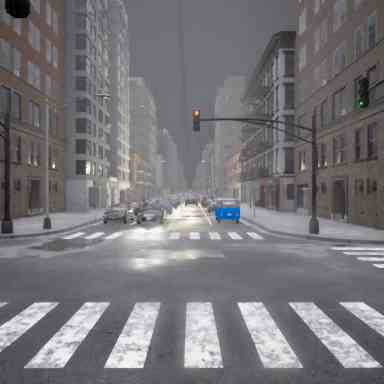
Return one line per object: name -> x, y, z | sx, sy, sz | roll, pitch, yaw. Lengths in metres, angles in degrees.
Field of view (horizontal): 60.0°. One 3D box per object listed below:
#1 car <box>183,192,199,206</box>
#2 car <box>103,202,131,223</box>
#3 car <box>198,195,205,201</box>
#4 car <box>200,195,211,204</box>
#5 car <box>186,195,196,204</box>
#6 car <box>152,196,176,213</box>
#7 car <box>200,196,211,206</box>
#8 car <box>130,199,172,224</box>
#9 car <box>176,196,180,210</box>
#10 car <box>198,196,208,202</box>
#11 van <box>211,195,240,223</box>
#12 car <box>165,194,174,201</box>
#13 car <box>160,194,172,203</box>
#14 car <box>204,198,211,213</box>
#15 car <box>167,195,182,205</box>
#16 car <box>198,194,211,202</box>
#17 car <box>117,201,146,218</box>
car -> -0.100, 1.341, 55.069 | 2.097, 1.767, 4.553 | 0, 0, 0
car -> -5.434, 1.550, 24.952 | 2.008, 1.369, 4.403 | 0, 0, 0
car -> 2.480, 1.532, 87.469 | 1.947, 1.339, 4.313 | 0, 0, 0
car -> 2.520, 1.422, 64.744 | 1.967, 1.590, 4.097 | 0, 0, 0
car -> -0.118, 1.460, 65.102 | 1.882, 1.535, 5.008 | 0, 0, 0
car -> -2.912, 1.476, 33.947 | 1.882, 1.535, 5.008 | 0, 0, 0
car -> 2.551, 1.577, 47.700 | 1.802, 1.307, 4.206 | 0, 0, 0
car -> -2.882, 1.491, 24.504 | 2.128, 1.511, 4.902 | 0, 0, -1
car -> -2.924, 1.560, 43.525 | 1.994, 1.385, 4.181 | 0, 0, 0
car -> 2.500, 1.525, 76.106 | 2.008, 1.369, 4.403 | 0, 0, 0
van -> 2.591, 1.340, 24.975 | 1.690, 1.788, 3.998 | 0, 0, 0
car -> -5.535, 1.410, 81.770 | 1.967, 1.590, 4.097 | 0, 0, 0
car -> -5.515, 1.293, 70.406 | 2.192, 1.841, 5.009 | 0, 0, 0
car -> 2.571, 1.580, 36.337 | 1.802, 1.307, 4.206 | 0, 0, 0
car -> -2.899, 1.554, 53.733 | 1.994, 1.385, 4.181 | 0, 0, 1
car -> 2.541, 1.306, 53.381 | 2.192, 1.841, 5.009 | 0, 0, 0
car -> -5.444, 1.543, 30.633 | 1.887, 1.381, 4.507 | 0, 0, 0
